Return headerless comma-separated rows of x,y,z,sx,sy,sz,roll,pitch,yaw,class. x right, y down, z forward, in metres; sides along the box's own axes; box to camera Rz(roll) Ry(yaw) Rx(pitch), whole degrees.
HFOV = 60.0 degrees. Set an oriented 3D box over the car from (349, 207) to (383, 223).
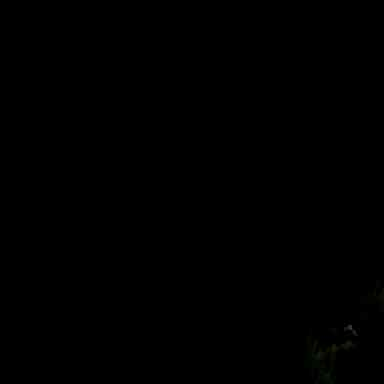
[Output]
12.140,1.782,22.291,1.837,1.490,4.892,-4,-2,6,car
